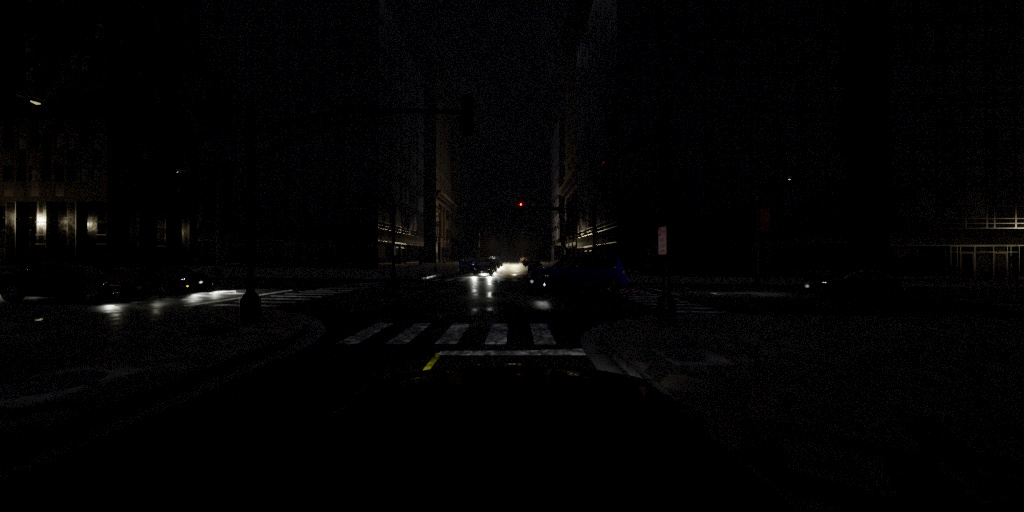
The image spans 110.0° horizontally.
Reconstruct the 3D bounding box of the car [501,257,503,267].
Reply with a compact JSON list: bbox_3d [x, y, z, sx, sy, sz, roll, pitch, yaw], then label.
[{"bbox_3d":[-2.796,1.225,56.221,1.812,1.442,4.674,0,0,0],"label":"car"}]

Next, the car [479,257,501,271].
[{"bbox_3d":[-2.875,1.207,46.321,2.128,1.511,4.902,0,0,0],"label":"car"}]

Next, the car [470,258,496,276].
[{"bbox_3d":[-2.930,1.252,37.204,1.812,1.442,4.674,0,0,0],"label":"car"}]

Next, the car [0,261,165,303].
[{"bbox_3d":[-17.610,0.994,14.538,5.008,1.535,1.882,1,0,0],"label":"car"}]

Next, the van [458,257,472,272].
[{"bbox_3d":[-5.646,1.058,45.118,1.690,1.789,3.998,0,0,0],"label":"van"}]

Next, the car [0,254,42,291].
[{"bbox_3d":[-27.029,0.760,17.843,4.553,1.767,2.097,1,0,0],"label":"car"}]

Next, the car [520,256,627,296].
[{"bbox_3d":[3.546,1.009,19.359,5.566,2.045,2.150,1,0,-23],"label":"car"}]

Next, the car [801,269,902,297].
[{"bbox_3d":[19.790,1.529,21.027,4.902,1.511,2.128,1,0,0],"label":"car"}]

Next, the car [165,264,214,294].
[{"bbox_3d":[-17.419,1.094,17.786,4.181,1.385,1.994,1,0,0],"label":"car"}]
